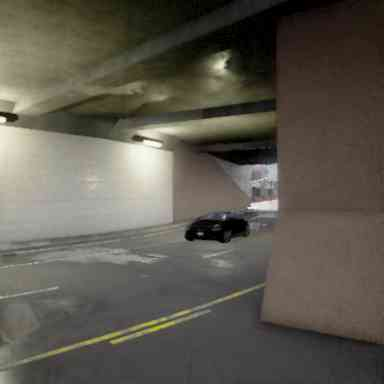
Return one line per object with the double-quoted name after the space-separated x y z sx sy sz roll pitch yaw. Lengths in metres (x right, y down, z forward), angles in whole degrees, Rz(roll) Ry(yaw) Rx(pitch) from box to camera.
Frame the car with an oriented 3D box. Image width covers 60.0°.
1.366 1.677 16.558 1.994 1.385 4.181 -1 0 30 "car"
